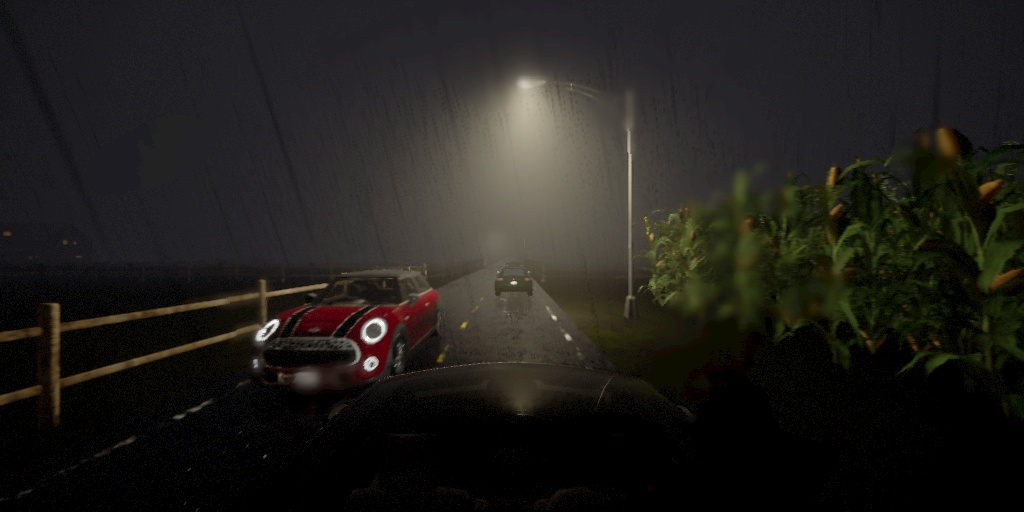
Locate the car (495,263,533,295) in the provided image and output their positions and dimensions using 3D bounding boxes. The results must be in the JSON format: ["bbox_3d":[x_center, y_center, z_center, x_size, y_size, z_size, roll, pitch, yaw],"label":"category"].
[{"bbox_3d":[0.090,1.304,19.774,1.994,1.385,4.181,0,0,0],"label":"car"}]

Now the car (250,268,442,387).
[{"bbox_3d":[-2.824,1.099,7.199,2.097,1.767,4.553,0,0,0],"label":"car"}]

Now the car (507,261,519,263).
[{"bbox_3d":[0.084,1.270,37.616,2.033,1.411,5.357,0,0,0],"label":"car"}]
